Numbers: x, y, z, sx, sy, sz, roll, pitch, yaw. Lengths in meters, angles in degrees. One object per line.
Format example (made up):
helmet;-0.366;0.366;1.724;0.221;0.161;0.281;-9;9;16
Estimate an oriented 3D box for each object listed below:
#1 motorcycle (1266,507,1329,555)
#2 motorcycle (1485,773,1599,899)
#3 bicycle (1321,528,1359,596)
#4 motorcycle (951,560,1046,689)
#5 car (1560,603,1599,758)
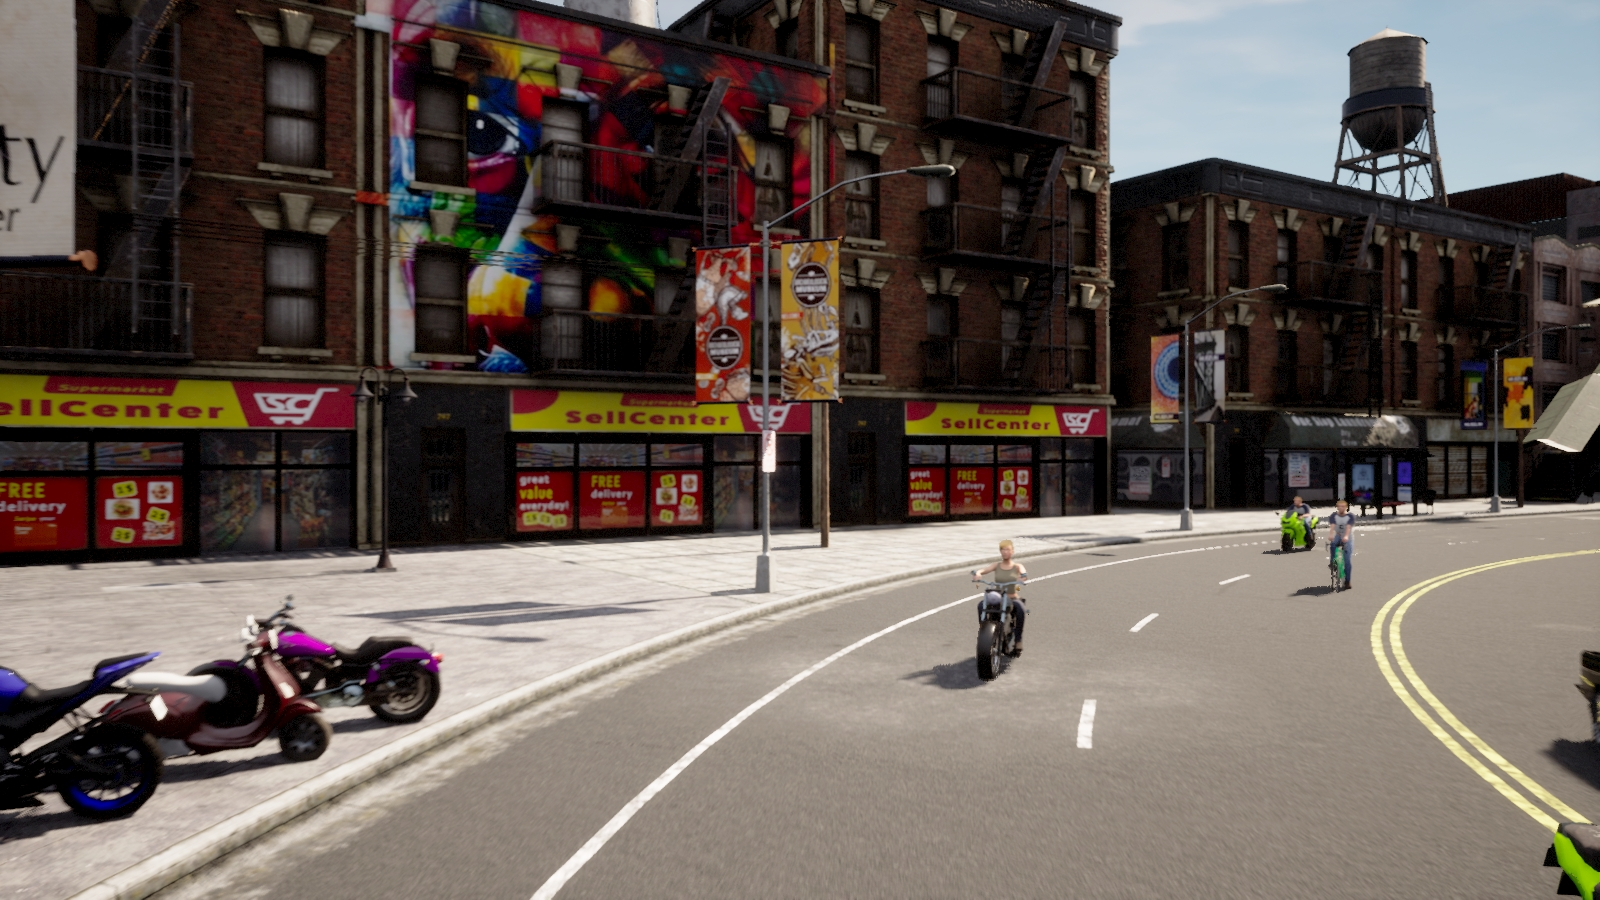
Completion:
motorcycle;13.744;2.217;31.518;2.033;1.145;0.803;0;1;-42
motorcycle;3.738;2.214;4.723;0.803;1.145;2.033;1;0;7
bicycle;10.736;2.209;22.707;0.373;1.196;1.643;0;1;36
motorcycle;2.590;2.171;14.670;0.764;1.277;2.356;0;0;21
car;7.886;2.155;8.742;1.895;1.301;4.718;0;0;13
